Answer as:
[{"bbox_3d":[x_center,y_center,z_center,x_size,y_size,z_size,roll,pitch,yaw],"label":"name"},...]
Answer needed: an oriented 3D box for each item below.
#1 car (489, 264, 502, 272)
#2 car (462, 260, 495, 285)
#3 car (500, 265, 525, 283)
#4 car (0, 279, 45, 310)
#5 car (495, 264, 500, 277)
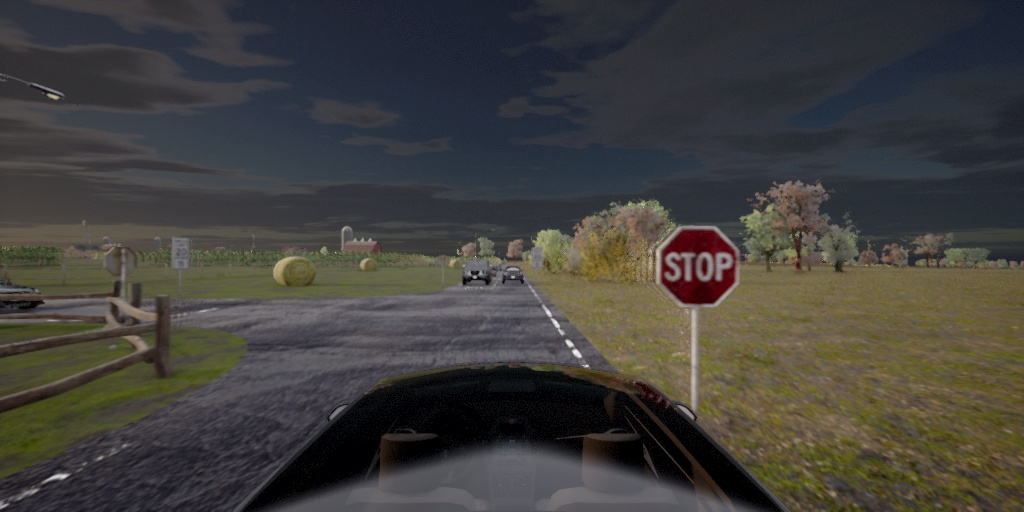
[{"bbox_3d":[-2.794,2.091,62.325,1.994,1.385,4.181,0,-1,1],"label":"car"},{"bbox_3d":[-2.859,1.325,30.310,2.150,2.045,5.566,0,-1,0],"label":"car"},{"bbox_3d":[0.091,1.661,32.905,1.812,1.442,4.674,0,-1,0],"label":"car"},{"bbox_3d":[-19.559,1.337,12.672,4.181,1.385,1.994,0,0,-1],"label":"car"},{"bbox_3d":[-2.861,1.829,42.956,1.994,1.385,4.181,0,-1,0],"label":"car"}]
